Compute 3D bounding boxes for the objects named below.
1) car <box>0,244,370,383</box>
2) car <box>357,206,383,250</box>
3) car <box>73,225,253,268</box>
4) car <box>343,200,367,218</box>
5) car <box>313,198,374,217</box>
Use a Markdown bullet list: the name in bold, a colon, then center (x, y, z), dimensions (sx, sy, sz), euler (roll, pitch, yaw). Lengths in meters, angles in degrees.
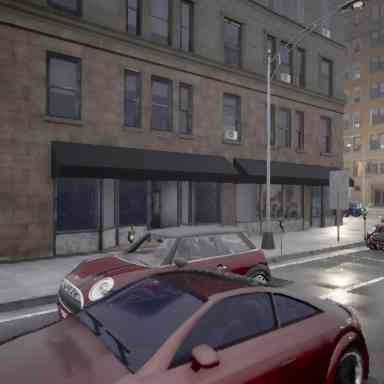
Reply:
- **car**: center (-0.085, 1.564, 3.323), dimensions (4.181, 1.385, 1.994), euler (0, 0, -36)
- **car**: center (8.516, 1.445, 12.879), dimensions (4.097, 1.590, 1.967), euler (0, 0, -36)
- **car**: center (-0.411, 1.441, 6.473), dimensions (4.097, 1.590, 1.967), euler (0, 0, -36)
- **car**: center (12.325, 1.124, 29.458), dimensions (2.150, 2.045, 5.566), euler (1, 0, -36)
- **car**: center (14.453, 1.416, 32.055), dimensions (2.128, 1.511, 4.902), euler (1, 0, -36)
